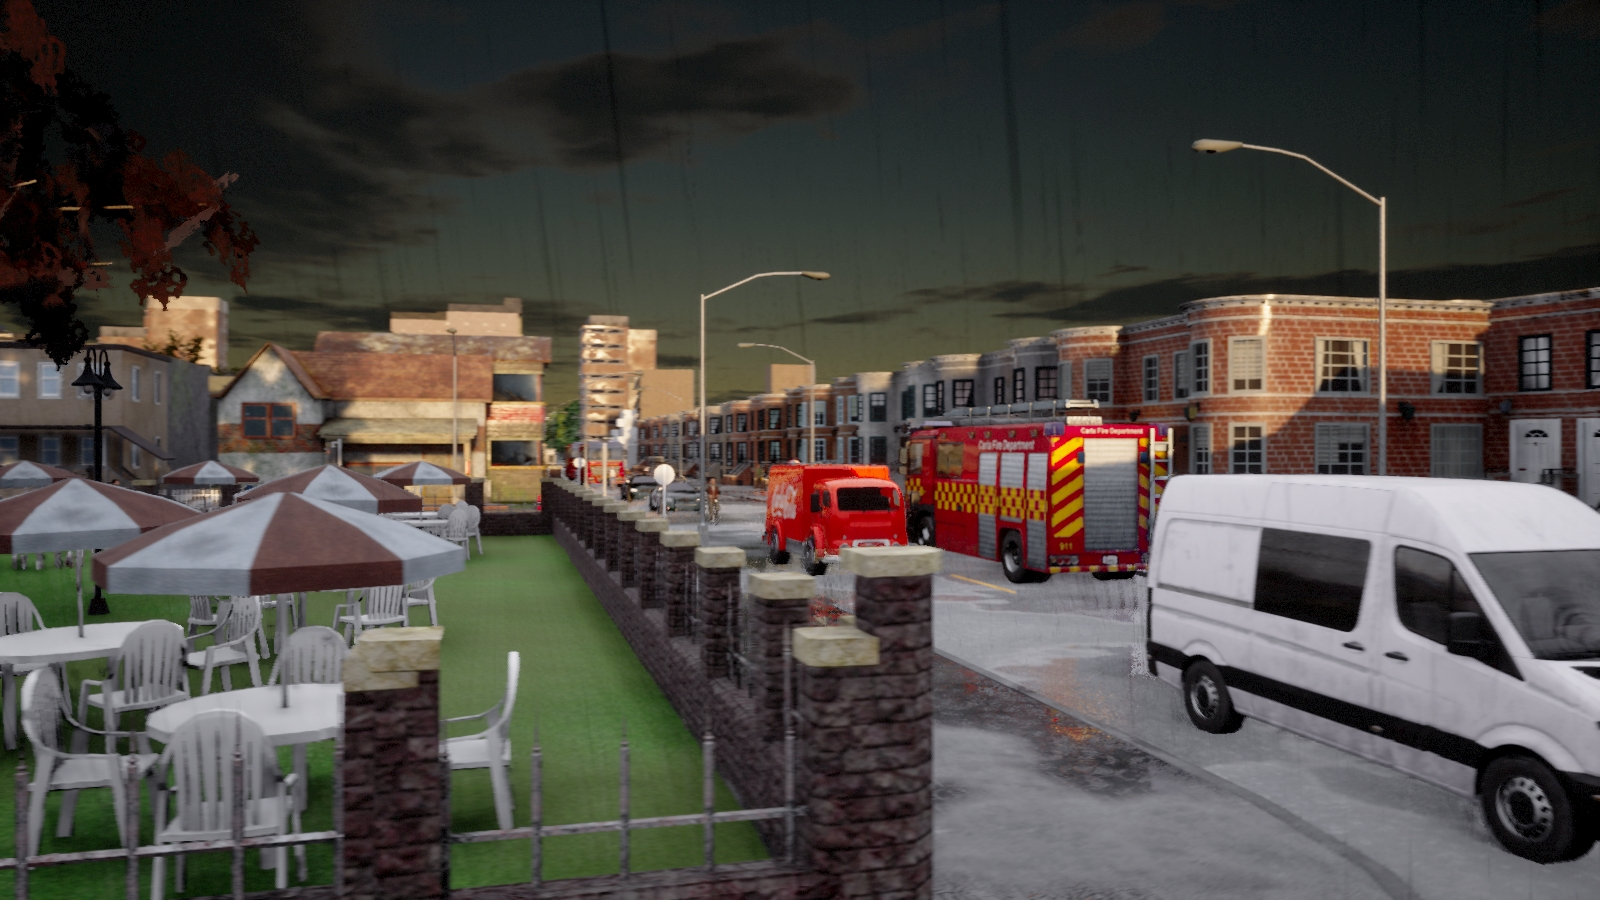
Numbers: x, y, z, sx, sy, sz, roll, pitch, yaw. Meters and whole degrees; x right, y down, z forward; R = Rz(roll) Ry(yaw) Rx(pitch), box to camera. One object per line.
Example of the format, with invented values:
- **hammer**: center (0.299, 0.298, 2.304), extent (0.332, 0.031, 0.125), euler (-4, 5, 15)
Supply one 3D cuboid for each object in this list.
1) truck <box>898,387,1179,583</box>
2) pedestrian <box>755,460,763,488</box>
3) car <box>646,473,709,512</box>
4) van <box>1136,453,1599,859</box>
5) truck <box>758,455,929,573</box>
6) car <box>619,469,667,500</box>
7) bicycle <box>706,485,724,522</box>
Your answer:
- **truck**: center (5.127, 0.684, 26.730), extent (2.891, 3.827, 8.468), euler (0, 0, -15)
- **pedestrian**: center (-2.687, 1.569, 74.573), extent (0.375, 1.860, 0.375), euler (0, 0, -28)
- **car**: center (-5.518, 1.848, 50.971), extent (2.038, 1.542, 4.974), euler (0, 0, -15)
- **van**: center (5.406, 1.318, 9.941), extent (1.988, 2.561, 5.915), euler (0, 0, -15)
- **truck**: center (0.861, 1.363, 27.021), extent (2.627, 2.467, 5.204), euler (0, 0, -15)
- **car**: center (-8.729, 1.857, 63.051), extent (2.038, 1.542, 4.974), euler (0, 0, -15)
- **bicycle**: center (-3.153, 1.965, 42.114), extent (0.329, 1.271, 1.835), euler (0, 0, -15)
